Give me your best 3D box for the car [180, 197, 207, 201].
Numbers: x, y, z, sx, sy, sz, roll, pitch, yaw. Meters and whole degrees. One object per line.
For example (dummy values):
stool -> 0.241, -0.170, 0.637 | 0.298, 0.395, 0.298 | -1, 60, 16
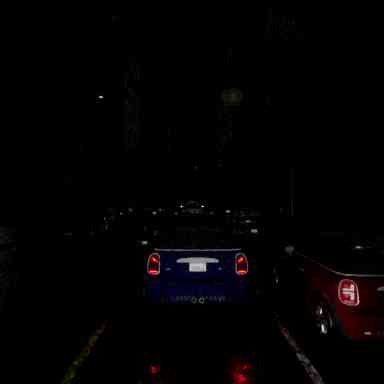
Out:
car -> 0.010, 1.459, 27.317 | 1.801, 1.575, 5.366 | 0, 0, 0

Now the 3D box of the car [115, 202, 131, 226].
car -> -5.663, 1.583, 22.953 | 1.802, 1.307, 4.206 | 0, 0, 0

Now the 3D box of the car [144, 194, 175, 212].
car -> -2.990, 1.320, 29.197 | 2.150, 2.045, 5.566 | 0, 0, 0

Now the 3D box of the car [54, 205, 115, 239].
car -> -5.665, 1.566, 17.451 | 1.947, 1.339, 4.313 | 0, 0, 0

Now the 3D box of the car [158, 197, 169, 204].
car -> -5.613, 1.624, 65.557 | 1.802, 1.307, 4.206 | 0, 0, 0

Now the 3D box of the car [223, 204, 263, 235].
car -> 2.860, 1.551, 17.448 | 2.008, 1.369, 4.403 | 0, 0, 0

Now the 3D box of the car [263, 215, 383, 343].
car -> 2.856, 1.440, 6.445 | 1.967, 1.590, 4.097 | 0, 0, 0

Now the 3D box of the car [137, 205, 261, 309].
car -> 0.103, 1.352, 8.015 | 2.097, 1.767, 4.553 | 0, 0, 0

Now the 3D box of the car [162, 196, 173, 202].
car -> -5.588, 1.614, 76.374 | 2.008, 1.369, 4.403 | 0, 0, 0

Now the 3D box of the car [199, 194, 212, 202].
car -> 2.912, 1.483, 65.541 | 1.967, 1.590, 4.097 | 0, 0, 0

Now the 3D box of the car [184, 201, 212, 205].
car -> 0.102, 1.478, 17.295 | 1.882, 1.535, 5.008 | 0, 0, 0

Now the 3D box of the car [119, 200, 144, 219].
car -> -5.661, 1.443, 28.454 | 1.967, 1.590, 4.097 | 0, 0, 0

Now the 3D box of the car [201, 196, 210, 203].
car -> 2.924, 1.578, 71.120 | 1.752, 1.417, 4.829 | 0, 0, 0

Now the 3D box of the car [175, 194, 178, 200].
car -> -5.554, 1.635, 92.430 | 1.752, 1.417, 4.829 | 0, 0, 0

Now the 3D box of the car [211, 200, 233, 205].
car -> 2.865, 1.569, 28.451 | 1.947, 1.339, 4.313 | 0, 0, 0
